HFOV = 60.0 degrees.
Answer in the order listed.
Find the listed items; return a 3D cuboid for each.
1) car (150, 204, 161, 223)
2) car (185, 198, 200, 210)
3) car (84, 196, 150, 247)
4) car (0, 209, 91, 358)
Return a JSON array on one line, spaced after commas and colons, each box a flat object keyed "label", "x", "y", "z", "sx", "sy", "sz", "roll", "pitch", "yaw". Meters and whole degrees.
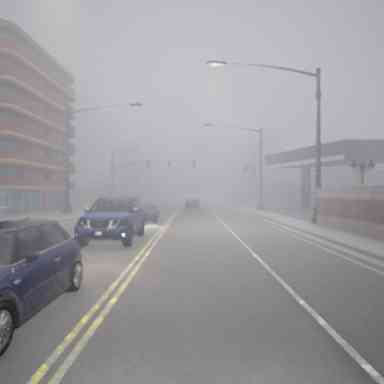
[{"label": "car", "x": -3.495, "y": 1.578, "z": 25.349, "sx": 1.994, "sy": 1.385, "sz": 4.181, "roll": 0, "pitch": 0, "yaw": 0}, {"label": "car", "x": 0.044, "y": 1.518, "z": 43.768, "sx": 2.128, "sy": 1.511, "sz": 4.902, "roll": 0, "pitch": 0, "yaw": 0}, {"label": "car", "x": -3.547, "y": 1.230, "z": 15.483, "sx": 2.150, "sy": 2.045, "sz": 5.566, "roll": 0, "pitch": 0, "yaw": 0}, {"label": "car", "x": -3.589, "y": 1.354, "z": 5.890, "sx": 2.097, "sy": 1.767, "sz": 4.553, "roll": 0, "pitch": 0, "yaw": 0}]
